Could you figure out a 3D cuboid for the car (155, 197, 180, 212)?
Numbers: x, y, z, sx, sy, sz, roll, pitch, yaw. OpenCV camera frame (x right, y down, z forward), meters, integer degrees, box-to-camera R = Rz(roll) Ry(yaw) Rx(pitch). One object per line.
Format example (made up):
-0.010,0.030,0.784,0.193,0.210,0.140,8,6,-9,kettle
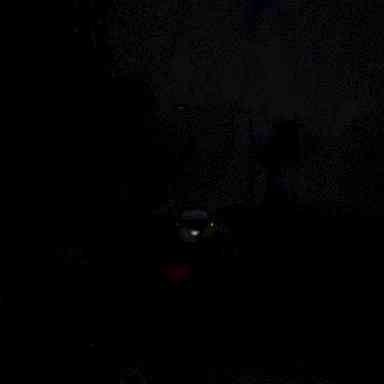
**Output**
-2.380,1.231,34.412,2.033,1.411,5.357,0,1,7,car

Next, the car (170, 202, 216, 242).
0.101,1.428,15.668,1.812,1.442,4.674,0,1,0,car

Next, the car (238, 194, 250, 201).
11.662,1.099,72.051,1.882,1.535,5.008,-1,-1,31,car

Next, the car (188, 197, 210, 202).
0.623,1.188,32.045,2.128,1.511,4.902,0,1,6,car
